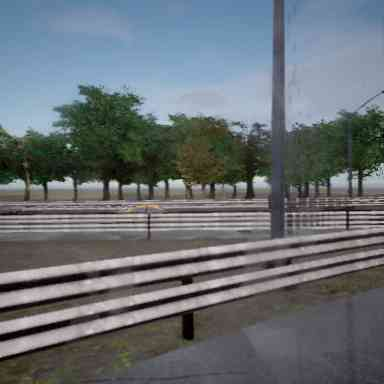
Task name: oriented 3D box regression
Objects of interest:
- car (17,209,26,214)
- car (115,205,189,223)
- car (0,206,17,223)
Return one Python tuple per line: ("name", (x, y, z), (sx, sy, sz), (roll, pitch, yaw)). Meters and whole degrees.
("car", (-17.550, 1.854, 29.713), (4.718, 1.301, 1.895), (-1, 1, 1))
("car", (-2.688, 1.635, 22.638), (5.008, 1.535, 1.882), (-1, 1, 0))
("car", (-16.641, 1.851, 26.197), (4.181, 1.385, 1.994), (-1, 1, 1))
